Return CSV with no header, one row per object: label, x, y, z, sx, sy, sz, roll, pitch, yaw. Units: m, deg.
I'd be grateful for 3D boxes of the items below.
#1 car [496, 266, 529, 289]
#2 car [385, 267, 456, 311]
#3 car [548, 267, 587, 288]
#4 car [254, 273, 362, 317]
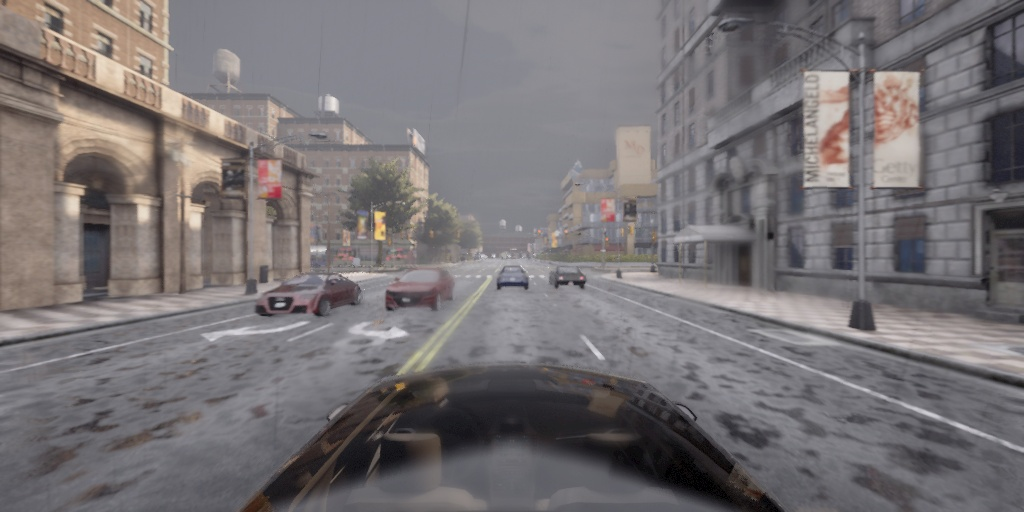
car,0.022,1.298,22.689,1.994,1.385,4.181,0,0,-1
car,-3.524,1.219,14.526,1.882,1.535,5.008,0,0,0
car,3.472,1.335,23.282,1.895,1.301,4.718,0,0,0
car,-7.105,1.307,12.982,1.994,1.385,4.181,0,0,0
